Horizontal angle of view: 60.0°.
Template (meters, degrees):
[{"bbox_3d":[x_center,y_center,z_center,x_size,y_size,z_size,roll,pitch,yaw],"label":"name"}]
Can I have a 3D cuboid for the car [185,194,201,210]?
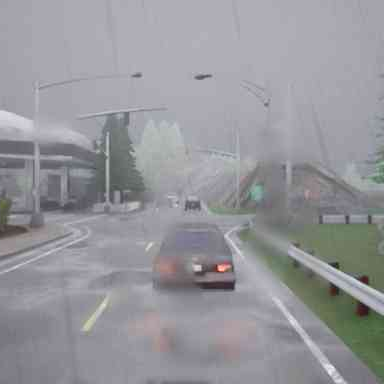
[{"bbox_3d":[0.112,1.427,42.232,1.882,1.535,5.008,0,0,0],"label":"car"}]

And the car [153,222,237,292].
[{"bbox_3d":[0.071,1.536,9.037,2.033,1.411,5.357,0,0,1],"label":"car"}]

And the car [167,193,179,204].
[{"bbox_3d":[-3.546,1.151,60.171,2.150,2.045,5.566,0,0,0],"label":"car"}]

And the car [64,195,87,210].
[{"bbox_3d":[-14.517,1.263,41.646,1.905,1.878,3.866,0,0,-1],"label":"car"}]

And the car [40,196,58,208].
[{"bbox_3d":[-20.222,1.425,45.926,2.242,1.667,4.611,0,0,-1],"label":"car"}]

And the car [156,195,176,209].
[{"bbox_3d":[-3.582,1.494,44.040,2.033,1.411,5.357,0,0,0],"label":"car"}]
